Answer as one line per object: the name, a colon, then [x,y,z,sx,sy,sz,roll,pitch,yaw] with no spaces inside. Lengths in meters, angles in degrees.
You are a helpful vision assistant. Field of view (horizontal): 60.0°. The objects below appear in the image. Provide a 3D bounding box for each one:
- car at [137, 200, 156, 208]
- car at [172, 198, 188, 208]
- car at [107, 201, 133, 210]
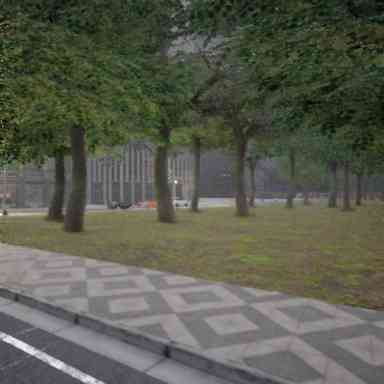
car: [-8.852,2.291,65.782,2.097,1.767,4.553,0,-1,34]
car: [-3.107,2.162,68.922,2.150,2.045,5.566,0,0,34]
car: [-11.985,2.312,55.795,1.837,1.490,4.892,0,-1,34]
